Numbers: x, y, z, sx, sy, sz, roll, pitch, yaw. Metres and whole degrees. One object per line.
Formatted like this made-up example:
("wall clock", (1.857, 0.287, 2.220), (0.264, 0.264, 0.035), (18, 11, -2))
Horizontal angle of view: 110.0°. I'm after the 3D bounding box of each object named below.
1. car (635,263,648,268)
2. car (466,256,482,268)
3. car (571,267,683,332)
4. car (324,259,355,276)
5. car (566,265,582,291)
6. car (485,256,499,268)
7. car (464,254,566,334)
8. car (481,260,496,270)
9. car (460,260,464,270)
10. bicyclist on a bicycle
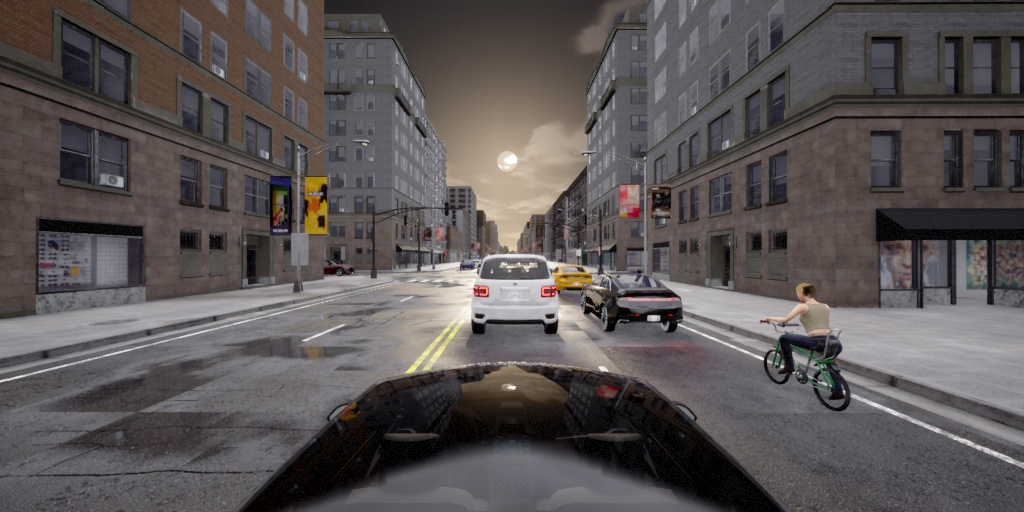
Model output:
("car", (14.976, 1.412, 38.698), (4.718, 1.301, 1.895), (0, 0, 1))
("car", (-6.688, 0.995, 64.027), (2.150, 2.045, 5.566), (0, 0, 0))
("car", (3.323, 1.243, 10.811), (2.128, 1.511, 4.902), (0, 0, 0))
("car", (-18.173, 1.090, 35.823), (4.553, 1.767, 2.097), (0, 0, 0))
("car", (3.212, 1.232, 20.301), (1.882, 1.535, 5.008), (0, 0, 0))
("car", (-3.446, 0.995, 62.413), (2.150, 2.045, 5.566), (0, 0, 0))
("car", (0.079, 0.973, 10.740), (2.150, 2.045, 5.566), (0, 0, 0))
("car", (-3.442, 1.334, 53.072), (1.994, 1.385, 4.181), (0, 0, 0))
("car", (-6.700, 1.248, 54.082), (1.882, 1.535, 5.008), (0, 0, 0))
("bicyclist on a bicycle", (4.129, 1.187, 5.123), (0.866, 1.612, 1.509), (0, 0, 0))
